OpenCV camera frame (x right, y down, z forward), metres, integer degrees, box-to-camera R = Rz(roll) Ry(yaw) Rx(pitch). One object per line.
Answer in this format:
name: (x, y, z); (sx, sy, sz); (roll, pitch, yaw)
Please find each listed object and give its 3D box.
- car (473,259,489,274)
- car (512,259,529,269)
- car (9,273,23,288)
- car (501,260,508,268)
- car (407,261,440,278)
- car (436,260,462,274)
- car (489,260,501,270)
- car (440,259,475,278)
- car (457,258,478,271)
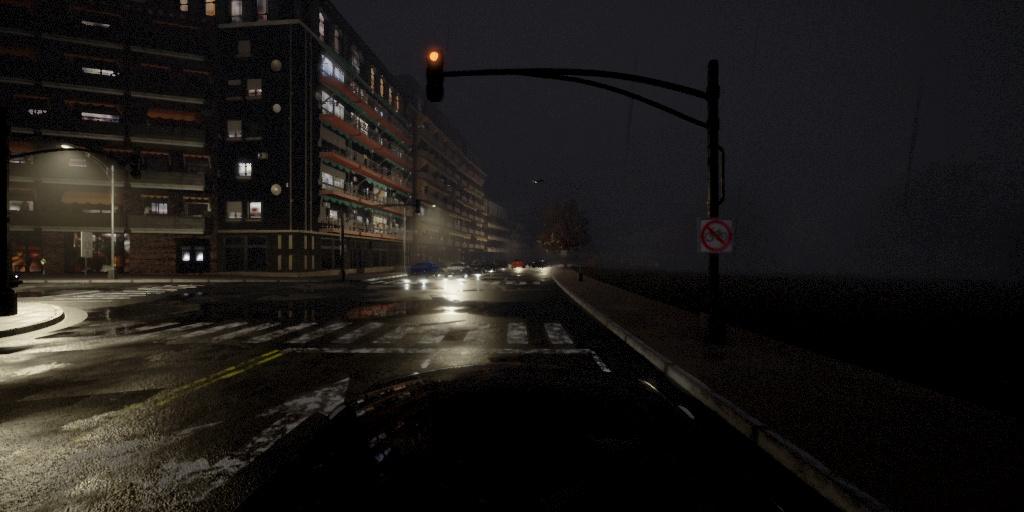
car: (-4.457, 1.349, 43.957); (1.837, 1.490, 4.892); (0, 0, 6)
car: (1.275, 1.279, 62.456); (2.097, 1.767, 4.553); (0, 0, 8)
car: (-23.955, 0.965, 14.674); (4.718, 1.301, 1.895); (1, 0, -18)
car: (-1.922, 1.412, 64.247); (1.882, 1.535, 5.008); (0, 0, 9)
car: (-8.531, 1.286, 34.777); (1.882, 1.535, 5.008); (0, 0, 4)
car: (-7.688, 1.323, 44.310); (1.882, 1.535, 5.008); (0, 0, 6)
car: (-3.343, 1.448, 53.878); (1.994, 1.385, 4.181); (0, 0, 8)
car: (-5.246, 1.336, 35.103); (1.812, 1.442, 4.674); (0, 0, 5)
car: (-6.605, 1.235, 53.984); (2.097, 1.767, 4.553); (0, 0, 7)
